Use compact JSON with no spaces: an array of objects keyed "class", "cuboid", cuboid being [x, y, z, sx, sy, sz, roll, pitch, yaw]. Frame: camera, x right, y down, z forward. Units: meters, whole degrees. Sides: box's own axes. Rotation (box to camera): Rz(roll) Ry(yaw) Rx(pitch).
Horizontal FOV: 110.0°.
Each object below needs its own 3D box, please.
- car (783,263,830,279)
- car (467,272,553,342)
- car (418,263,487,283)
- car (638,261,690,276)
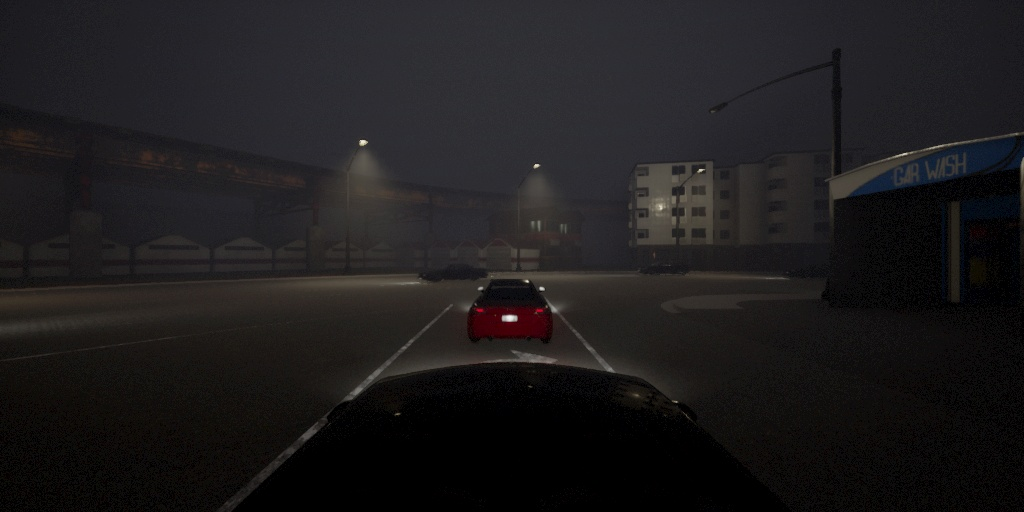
[{"class":"car","cuboid":[26.461,1.307,31.490,4.181,1.385,1.994,0,0,13]},{"class":"car","cuboid":[-0.025,1.312,9.746,1.994,1.385,4.181,0,0,1]},{"class":"car","cuboid":[-4.532,1.291,28.034,5.357,1.411,2.033,0,0,-30]},{"class":"car","cuboid":[15.257,1.234,36.134,4.902,1.511,2.128,0,0,0]}]
